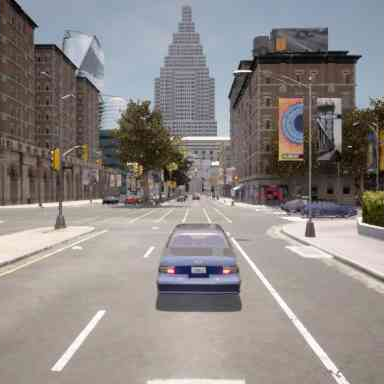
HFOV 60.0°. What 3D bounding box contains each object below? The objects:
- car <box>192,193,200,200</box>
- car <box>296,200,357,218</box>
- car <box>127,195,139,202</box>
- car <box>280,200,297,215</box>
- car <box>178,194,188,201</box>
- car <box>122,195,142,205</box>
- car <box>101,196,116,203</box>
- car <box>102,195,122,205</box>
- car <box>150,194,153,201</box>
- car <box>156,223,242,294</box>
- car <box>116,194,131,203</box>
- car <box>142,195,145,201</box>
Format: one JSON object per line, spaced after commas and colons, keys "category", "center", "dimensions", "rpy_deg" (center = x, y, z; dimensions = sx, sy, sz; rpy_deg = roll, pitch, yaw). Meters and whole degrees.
{"category": "car", "center": [1.121, 1.350, 89.984], "dimensions": [2.097, 1.767, 4.553], "rpy_deg": [0, 0, 1]}
{"category": "car", "center": [11.932, 1.525, 29.056], "dimensions": [4.674, 1.442, 1.812], "rpy_deg": [0, 0, 0]}
{"category": "car", "center": [-14.021, 1.478, 78.851], "dimensions": [1.882, 1.535, 5.008], "rpy_deg": [0, 0, 1]}
{"category": "car", "center": [11.131, 1.491, 32.561], "dimensions": [4.902, 1.511, 2.128], "rpy_deg": [0, 0, 0]}
{"category": "car", "center": [-2.501, 1.540, 80.333], "dimensions": [2.033, 1.411, 5.357], "rpy_deg": [0, 0, 1]}
{"category": "car", "center": [-10.830, 1.478, 59.827], "dimensions": [1.882, 1.535, 5.008], "rpy_deg": [0, 0, 1]}
{"category": "car", "center": [-17.385, 1.595, 69.799], "dimensions": [1.895, 1.301, 4.718], "rpy_deg": [0, 0, 1]}
{"category": "car", "center": [-14.349, 1.601, 58.646], "dimensions": [1.895, 1.301, 4.718], "rpy_deg": [0, 0, 1]}
{"category": "car", "center": [-10.511, 1.355, 79.611], "dimensions": [2.097, 1.767, 4.553], "rpy_deg": [0, 0, 1]}
{"category": "car", "center": [0.172, 1.547, 8.905], "dimensions": [2.033, 1.411, 5.357], "rpy_deg": [0, 0, 1]}
{"category": "car", "center": [-14.149, 1.355, 68.752], "dimensions": [2.097, 1.767, 4.553], "rpy_deg": [0, 0, 1]}
{"category": "car", "center": [-10.638, 1.500, 69.623], "dimensions": [1.837, 1.490, 4.892], "rpy_deg": [0, 0, 1]}
